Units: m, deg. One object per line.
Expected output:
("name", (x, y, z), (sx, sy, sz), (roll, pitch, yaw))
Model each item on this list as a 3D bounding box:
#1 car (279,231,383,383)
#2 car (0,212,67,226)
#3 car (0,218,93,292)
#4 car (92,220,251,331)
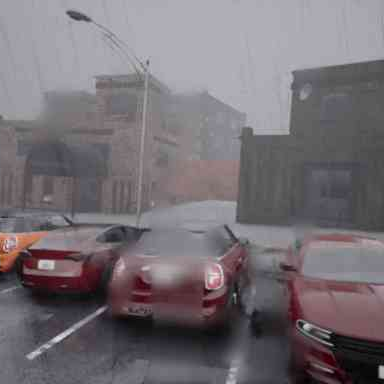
("car", (2.538, 1.502, 5.588), (2.097, 1.535, 5.008), (0, -1, 14))
("car", (-4.786, 1.401, 10.546), (2.185, 1.767, 4.553), (0, -1, 14))
("car", (-2.333, 1.549, 8.939), (2.163, 1.488, 4.792), (0, -1, 14))
("car", (0.088, 1.384, 7.220), (2.185, 1.767, 4.553), (0, -1, 14))
